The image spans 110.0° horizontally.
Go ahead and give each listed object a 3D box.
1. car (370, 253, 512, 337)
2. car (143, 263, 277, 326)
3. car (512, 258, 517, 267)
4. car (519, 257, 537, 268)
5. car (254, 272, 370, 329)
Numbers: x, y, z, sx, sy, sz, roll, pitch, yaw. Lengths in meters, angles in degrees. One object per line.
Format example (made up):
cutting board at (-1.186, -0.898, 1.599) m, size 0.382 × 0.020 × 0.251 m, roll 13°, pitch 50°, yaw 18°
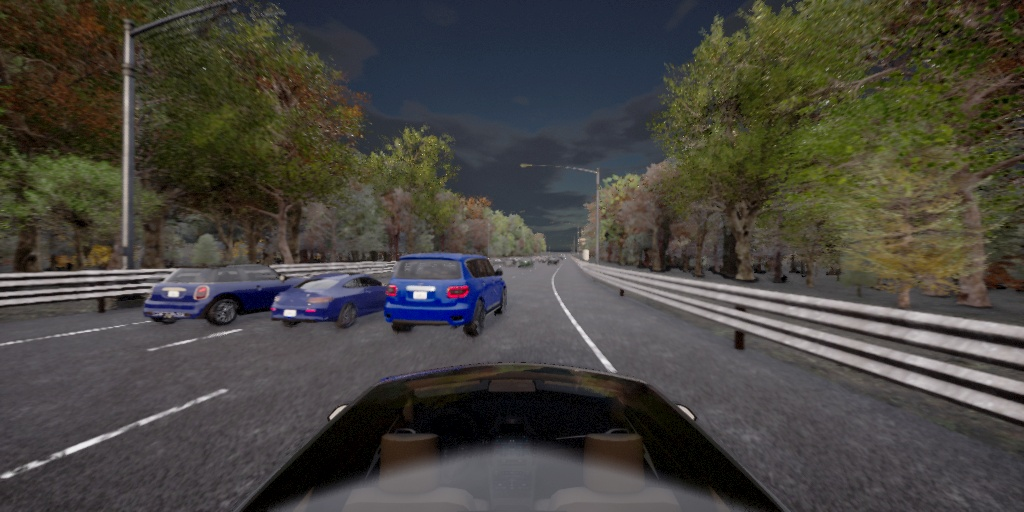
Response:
car at (-1.601, 0.954, 10.527) m, size 2.150 × 2.045 × 5.566 m, roll 0°, pitch 0°, yaw 9°
car at (-8.535, 1.014, 11.489) m, size 2.097 × 1.767 × 4.553 m, roll 1°, pitch 0°, yaw 9°
car at (-0.283, 1.121, 64.190) m, size 2.128 × 1.511 × 4.902 m, roll 1°, pitch 0°, yaw 9°
car at (2.516, 1.019, 59.431) m, size 2.097 × 1.767 × 4.553 m, roll 1°, pitch 0°, yaw 9°
car at (-5.064, 1.228, 11.033) m, size 1.812 × 1.442 × 4.674 m, roll 1°, pitch 0°, yaw 9°
